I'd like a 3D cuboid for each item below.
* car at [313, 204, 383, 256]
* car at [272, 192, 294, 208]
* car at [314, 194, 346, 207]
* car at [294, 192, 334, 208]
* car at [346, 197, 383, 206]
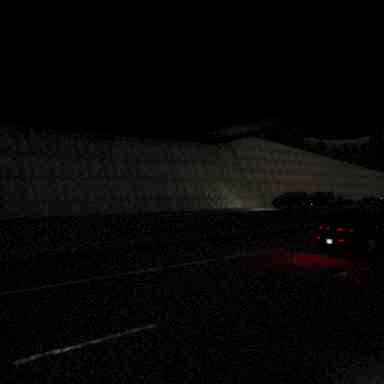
[{"bbox_3d":[6.679,1.419,12.809,4.892,1.490,1.837,0,0,-35],"label":"car"},{"bbox_3d":[12.908,0.981,43.258,5.566,2.045,2.150,-1,0,-35],"label":"car"},{"bbox_3d":[16.340,1.258,37.111,4.902,1.511,2.128,0,0,-35],"label":"car"},{"bbox_3d":[15.418,0.977,40.748,5.566,2.045,2.150,-1,0,-35],"label":"car"},{"bbox_3d":[18.298,1.272,34.211,4.892,1.490,1.837,0,0,-35],"label":"car"}]
